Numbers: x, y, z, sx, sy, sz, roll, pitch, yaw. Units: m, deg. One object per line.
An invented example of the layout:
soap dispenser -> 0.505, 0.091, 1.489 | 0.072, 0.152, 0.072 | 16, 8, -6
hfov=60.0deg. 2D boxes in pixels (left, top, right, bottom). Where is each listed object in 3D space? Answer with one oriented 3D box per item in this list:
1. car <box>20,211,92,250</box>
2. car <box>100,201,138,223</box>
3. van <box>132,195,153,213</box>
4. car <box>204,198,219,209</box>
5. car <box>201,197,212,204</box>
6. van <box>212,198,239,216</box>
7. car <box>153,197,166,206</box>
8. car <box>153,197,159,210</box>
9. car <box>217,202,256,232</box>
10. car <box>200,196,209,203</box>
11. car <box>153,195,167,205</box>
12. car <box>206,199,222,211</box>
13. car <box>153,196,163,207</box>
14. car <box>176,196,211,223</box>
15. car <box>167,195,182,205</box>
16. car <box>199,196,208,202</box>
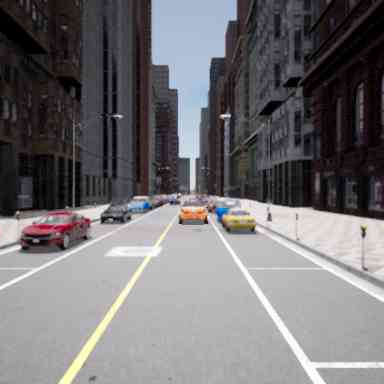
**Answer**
car -> -5.763, 1.568, 14.536 | 1.887, 1.381, 4.507 | 0, 0, 0
car -> -5.762, 1.610, 25.809 | 1.947, 1.339, 4.313 | 0, 0, 0
van -> -5.761, 1.406, 37.083 | 1.690, 1.788, 3.998 | 0, 0, 0
car -> 2.766, 1.637, 48.366 | 2.008, 1.369, 4.403 | 0, 0, 0
car -> 2.768, 1.685, 65.275 | 1.947, 1.339, 4.313 | 0, 0, 0
van -> 2.763, 1.385, 25.821 | 1.690, 1.788, 3.998 | 0, 0, 0
car -> -5.758, 1.653, 59.630 | 1.887, 1.381, 4.507 | 0, 0, 0
car -> -5.759, 1.642, 42.720 | 1.947, 1.339, 4.313 | 0, 0, 0
car -> 2.763, 1.559, 20.355 | 1.752, 1.417, 4.829 | 0, 0, 0
car -> 2.769, 1.686, 76.548 | 1.887, 1.381, 4.507 | 0, 0, 0
car -> -5.759, 1.413, 53.993 | 2.192, 1.841, 5.009 | 0, 0, 0
car -> 2.765, 1.601, 42.900 | 1.752, 1.417, 4.829 | 0, 0, 0
car -> -5.759, 1.653, 48.356 | 1.947, 1.339, 4.313 | 0, 0, 0
car -> 0.104, 1.397, 25.892 | 2.097, 1.767, 4.553 | 0, 0, 0
car -> -2.993, 1.709, 59.571 | 1.895, 1.301, 4.718 | 0, 0, 0
car -> 2.770, 1.718, 82.184 | 1.947, 1.339, 4.313 | 0, 0, 0
